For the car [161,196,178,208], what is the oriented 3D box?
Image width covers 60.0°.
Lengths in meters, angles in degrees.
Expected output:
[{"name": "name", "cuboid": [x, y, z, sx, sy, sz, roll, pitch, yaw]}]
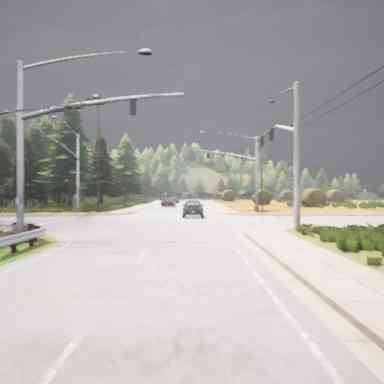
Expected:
[{"name": "car", "cuboid": [-3.578, 1.618, 49.460, 1.895, 1.301, 4.718, 0, 0, 0]}]

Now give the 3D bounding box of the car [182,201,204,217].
[{"name": "car", "cuboid": [0.092, 1.523, 30.690, 1.812, 1.442, 4.674, 0, 0, 0]}]
